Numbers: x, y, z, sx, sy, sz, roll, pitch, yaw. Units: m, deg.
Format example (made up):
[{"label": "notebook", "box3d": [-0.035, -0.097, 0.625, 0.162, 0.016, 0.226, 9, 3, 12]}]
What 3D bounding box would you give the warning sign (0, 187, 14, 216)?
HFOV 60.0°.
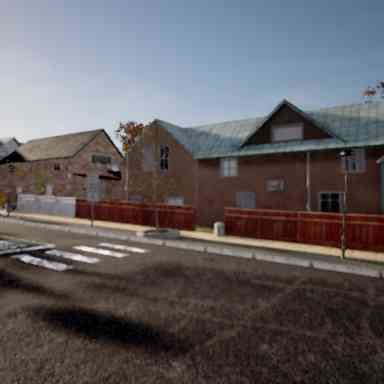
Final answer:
[{"label": "warning sign", "box3d": [-12.688, 0.645, 21.869, 1.060, 1.860, 1.300, -1, 1, 31]}]
